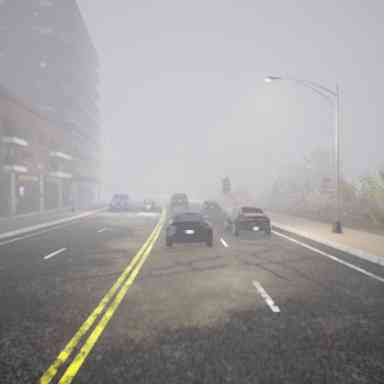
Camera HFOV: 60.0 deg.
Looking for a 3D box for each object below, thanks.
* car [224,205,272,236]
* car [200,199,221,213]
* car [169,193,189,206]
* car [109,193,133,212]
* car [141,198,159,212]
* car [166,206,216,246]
[{"bbox_3d":[2.971,1.468,18.282,1.837,1.490,4.892,0,1,-2],"label":"car"},{"bbox_3d":[1.953,1.494,36.473,1.994,1.385,4.181,0,0,-4],"label":"car"},{"bbox_3d":[-1.627,1.157,41.021,2.150,2.045,5.566,0,0,-5],"label":"car"},{"bbox_3d":[-8.133,1.192,38.320,2.150,2.045,5.566,0,0,-4],"label":"car"},{"bbox_3d":[-4.921,1.445,38.896,2.128,1.511,4.902,0,0,-4],"label":"car"},{"bbox_3d":[-0.156,1.544,15.168,1.994,1.385,4.181,0,0,-2],"label":"car"}]
